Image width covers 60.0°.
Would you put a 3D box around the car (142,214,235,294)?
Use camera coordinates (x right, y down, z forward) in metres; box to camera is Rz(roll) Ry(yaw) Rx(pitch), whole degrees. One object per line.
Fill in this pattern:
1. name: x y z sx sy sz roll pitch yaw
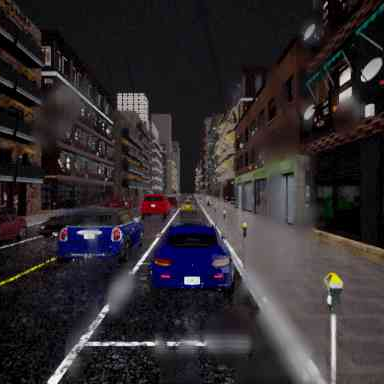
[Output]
1. car: 0.004 1.526 8.649 1.812 1.442 4.674 0 0 0

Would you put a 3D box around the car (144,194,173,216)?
1. car: -3.145 1.221 29.619 2.150 2.045 5.566 0 0 0

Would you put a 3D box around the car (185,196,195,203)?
1. car: -0.453 1.545 70.970 2.008 1.369 4.403 0 0 0

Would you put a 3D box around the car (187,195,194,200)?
1. car: -0.452 1.513 93.685 1.752 1.417 4.829 0 0 0

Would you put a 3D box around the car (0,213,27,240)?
1. car: -8.835 1.583 14.612 1.802 1.307 4.206 0 0 0

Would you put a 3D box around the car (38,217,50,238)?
1. car: -6.245 1.548 17.908 2.033 1.411 5.357 0 0 0

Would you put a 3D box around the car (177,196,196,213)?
1. car: -0.454 1.525 37.323 1.752 1.417 4.829 0 0 0

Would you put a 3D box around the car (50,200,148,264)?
1. car: -3.045 1.352 12.007 2.097 1.767 4.553 0 0 0

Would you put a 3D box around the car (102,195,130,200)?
1. car: -8.833 1.314 37.157 2.192 1.841 5.009 0 0 0

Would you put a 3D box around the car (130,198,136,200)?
1. car: -8.834 1.439 42.793 1.967 1.590 4.097 0 0 0

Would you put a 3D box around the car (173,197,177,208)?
1. car: -3.044 1.475 48.863 1.882 1.535 5.008 0 0 0

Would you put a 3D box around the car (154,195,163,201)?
1. car: -8.834 1.541 87.882 2.008 1.369 4.403 0 0 0
